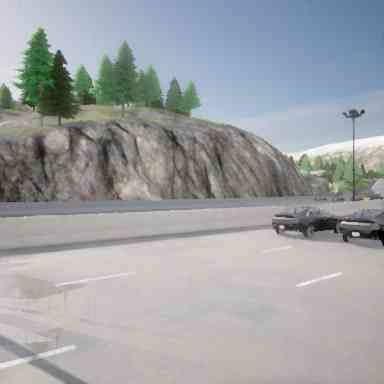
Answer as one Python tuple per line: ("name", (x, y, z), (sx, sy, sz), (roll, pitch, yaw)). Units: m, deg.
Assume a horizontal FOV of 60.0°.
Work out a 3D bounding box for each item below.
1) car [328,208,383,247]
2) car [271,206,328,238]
("car", (8.451, 1.492, 14.921), (4.902, 1.511, 2.128), (0, 0, -40))
("car", (6.210, 1.492, 17.610), (4.902, 1.511, 2.128), (0, 0, -40))
